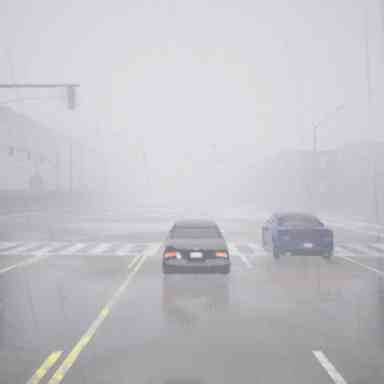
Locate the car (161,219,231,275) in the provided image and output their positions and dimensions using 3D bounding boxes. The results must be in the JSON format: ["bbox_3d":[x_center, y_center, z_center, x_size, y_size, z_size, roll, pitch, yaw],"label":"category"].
[{"bbox_3d":[0.099,1.556,10.459,2.033,1.411,5.357,0,0,0],"label":"car"}]

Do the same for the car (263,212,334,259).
[{"bbox_3d":[3.847,1.489,12.751,1.882,1.535,5.008,0,0,6],"label":"car"}]
